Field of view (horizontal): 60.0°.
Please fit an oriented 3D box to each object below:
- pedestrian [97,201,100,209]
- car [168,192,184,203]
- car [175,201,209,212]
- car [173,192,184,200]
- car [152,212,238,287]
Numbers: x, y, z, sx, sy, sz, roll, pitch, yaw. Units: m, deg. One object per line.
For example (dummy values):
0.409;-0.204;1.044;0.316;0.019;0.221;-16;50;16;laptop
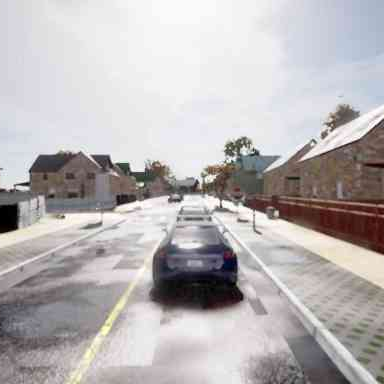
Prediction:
-9.917;1.473;35.265;0.500;1.100;0.500;0;-1;5;pedestrian
-2.825;1.095;54.070;1.994;1.385;4.181;0;0;0;car
0.064;1.407;19.004;1.895;1.301;4.718;0;1;-1;car
-2.762;0.803;68.823;2.097;1.767;4.553;0;0;0;car
0.091;1.466;9.079;1.994;1.385;4.181;0;1;1;car
